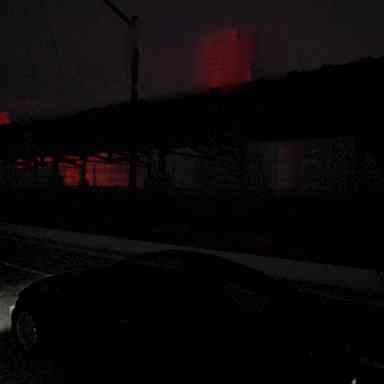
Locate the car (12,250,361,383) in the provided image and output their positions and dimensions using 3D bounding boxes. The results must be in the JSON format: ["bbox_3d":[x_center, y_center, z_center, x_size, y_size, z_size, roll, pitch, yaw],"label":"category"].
[{"bbox_3d":[-0.440,1.509,4.307,4.674,1.442,1.812,0,0,36],"label":"car"}]
